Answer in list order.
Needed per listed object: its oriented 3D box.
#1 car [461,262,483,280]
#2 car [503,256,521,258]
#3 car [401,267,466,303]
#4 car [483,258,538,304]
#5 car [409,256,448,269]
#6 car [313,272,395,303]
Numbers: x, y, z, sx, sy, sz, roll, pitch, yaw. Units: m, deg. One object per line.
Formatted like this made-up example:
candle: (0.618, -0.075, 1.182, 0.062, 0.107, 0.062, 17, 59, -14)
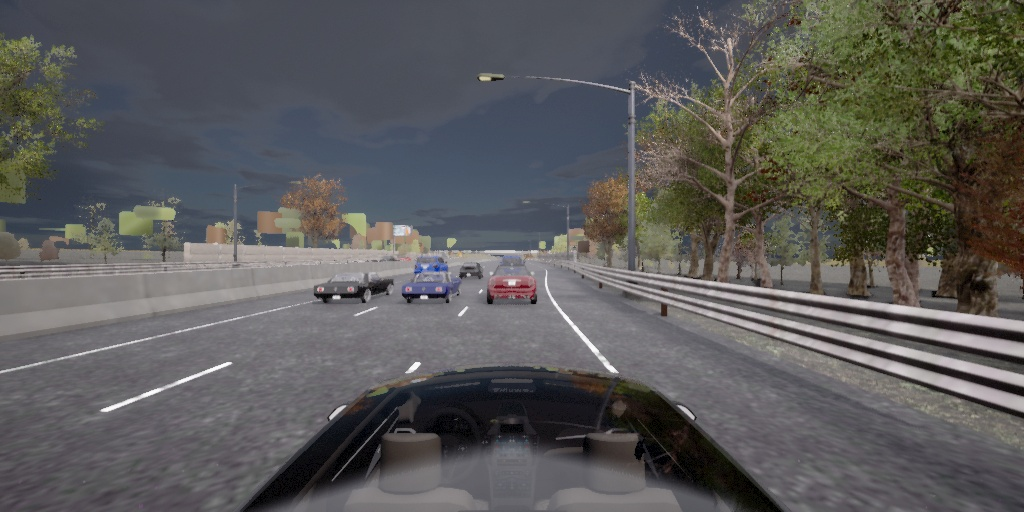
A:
car: (-3.500, 1.276, 31.501, 1.837, 1.490, 4.892, 0, 0, 0)
car: (0.000, 1.017, 31.532, 2.150, 2.045, 5.566, 0, 0, 0)
car: (-3.500, 1.366, 16.531, 1.895, 1.301, 4.718, 0, 0, 0)
car: (0.000, 1.116, 16.471, 2.097, 1.767, 4.553, 0, 0, 0)
car: (-7.000, 1.017, 31.532, 2.150, 2.045, 5.566, 0, 0, 0)
car: (-7.000, 1.366, 16.531, 1.895, 1.301, 4.718, 0, 0, 0)
